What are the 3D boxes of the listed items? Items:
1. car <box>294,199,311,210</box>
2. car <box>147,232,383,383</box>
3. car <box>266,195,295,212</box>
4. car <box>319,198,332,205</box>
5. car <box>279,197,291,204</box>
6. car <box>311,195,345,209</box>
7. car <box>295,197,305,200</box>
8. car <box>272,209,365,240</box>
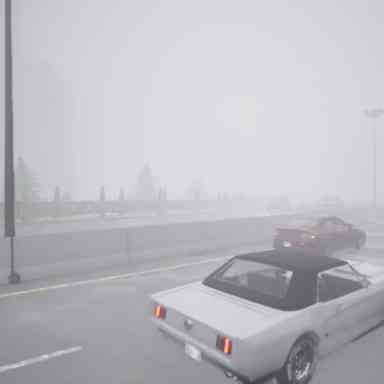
[{"bbox_3d":[14.375,1.818,41.213,1.895,1.301,4.718,0,-1,30],"label":"car"},{"bbox_3d":[1.765,1.616,5.318,4.718,1.301,1.895,0,0,-38],"label":"car"},{"bbox_3d":[11.231,1.462,42.789,2.150,2.045,5.566,0,-1,30],"label":"car"},{"bbox_3d":[29.026,2.004,72.444,1.994,1.385,4.181,0,-1,10],"label":"car"},{"bbox_3d":[22.886,2.064,81.920,1.882,1.535,5.008,0,-1,5],"label":"car"},{"bbox_3d":[14.610,1.385,34.980,2.150,2.045,5.566,0,0,33],"label":"car"},{"bbox_3d":[26.342,1.902,81.145,2.097,1.767,4.553,0,-1,5],"label":"car"},{"bbox_3d":[4.873,1.565,12.607,4.674,1.442,1.812,0,0,-42],"label":"car"}]
